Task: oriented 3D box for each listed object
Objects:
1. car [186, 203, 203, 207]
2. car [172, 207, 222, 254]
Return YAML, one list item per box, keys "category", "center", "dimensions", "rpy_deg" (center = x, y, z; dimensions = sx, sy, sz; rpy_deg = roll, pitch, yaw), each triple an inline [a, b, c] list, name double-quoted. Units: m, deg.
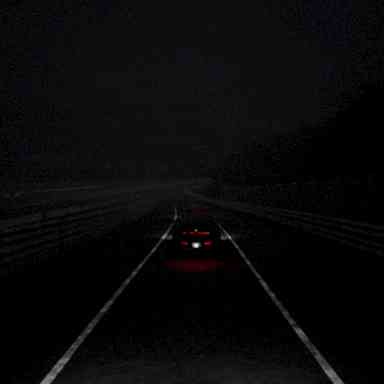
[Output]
- category: "car"
  center: [0.188, 1.744, 29.447]
  dimensions: [1.882, 1.535, 5.008]
  rpy_deg: [0, 0, -1]
- category: "car"
  center: [0.200, 1.640, 14.198]
  dimensions: [1.837, 1.490, 4.892]
  rpy_deg: [0, 0, 1]
